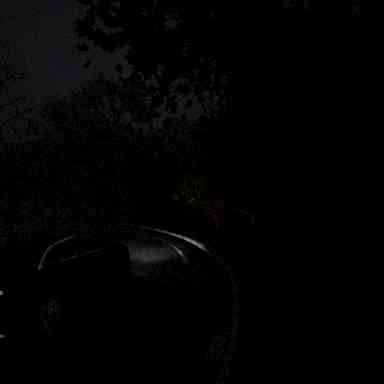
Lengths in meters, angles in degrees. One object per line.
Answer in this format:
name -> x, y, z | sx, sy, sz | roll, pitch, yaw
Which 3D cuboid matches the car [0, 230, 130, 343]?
car -> -2.771, 1.490, 6.526 | 2.128, 1.511, 4.902 | 0, 0, 10
